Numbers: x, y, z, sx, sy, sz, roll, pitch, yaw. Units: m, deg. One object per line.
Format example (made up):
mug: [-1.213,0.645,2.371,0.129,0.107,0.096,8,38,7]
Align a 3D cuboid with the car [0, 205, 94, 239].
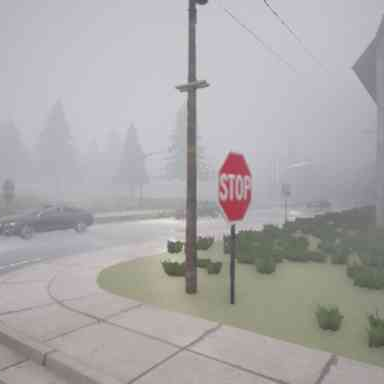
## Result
car: [-7.340,1.412,16.918,2.128,1.511,4.902,0,0,36]

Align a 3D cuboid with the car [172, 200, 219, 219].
car: [0.386,1.426,27.358,1.837,1.490,4.892,0,1,37]

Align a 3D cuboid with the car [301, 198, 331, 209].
car: [16.200,1.491,42.512,2.033,1.411,5.357,0,0,37]

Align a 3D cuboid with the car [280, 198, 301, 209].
car: [13.550,1.526,45.025,1.895,1.301,4.718,0,0,37]
